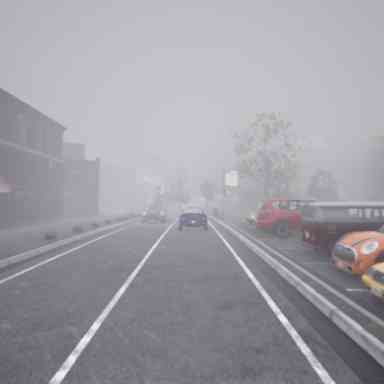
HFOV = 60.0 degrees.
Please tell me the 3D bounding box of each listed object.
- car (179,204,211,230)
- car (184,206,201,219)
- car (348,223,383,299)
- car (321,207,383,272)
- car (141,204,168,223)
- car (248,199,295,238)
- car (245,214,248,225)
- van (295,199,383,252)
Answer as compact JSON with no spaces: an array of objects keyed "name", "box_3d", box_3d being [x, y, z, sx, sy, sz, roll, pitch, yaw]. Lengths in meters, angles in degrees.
[{"name":"car","box_3d":[0.075,1.826,23.678,1.882,1.535,5.008,0,-2,0]},{"name":"car","box_3d":[0.045,2.486,40.369,1.837,1.490,4.892,0,-3,0]},{"name":"car","box_3d":[6.121,1.501,6.235,5.366,1.575,1.946,0,0,0]},{"name":"car","box_3d":[6.319,1.402,9.155,4.553,1.767,2.185,0,0,0]},{"name":"car","box_3d":[-3.364,1.928,30.637,2.097,1.767,4.553,0,-2,0]},{"name":"car","box_3d":[6.253,1.411,18.385,5.566,2.045,2.435,0,-1,0]},{"name":"car","box_3d":[6.198,1.724,21.297,5.008,1.535,2.097,0,-1,-1]},{"name":"van","box_3d":[6.386,1.340,12.194,4.442,1.987,1.878,0,-1,0]}]
